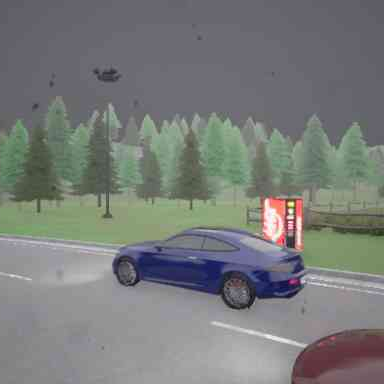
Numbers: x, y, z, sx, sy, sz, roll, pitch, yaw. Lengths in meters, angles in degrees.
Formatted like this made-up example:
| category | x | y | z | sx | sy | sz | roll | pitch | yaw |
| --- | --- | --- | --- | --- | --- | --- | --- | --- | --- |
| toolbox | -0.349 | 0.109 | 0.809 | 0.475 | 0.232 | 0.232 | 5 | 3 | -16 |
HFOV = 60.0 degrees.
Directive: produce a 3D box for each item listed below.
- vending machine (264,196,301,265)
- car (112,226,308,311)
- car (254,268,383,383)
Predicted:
| category | x | y | z | sx | sy | sz | roll | pitch | yaw |
| --- | --- | --- | --- | --- | --- | --- | --- | --- | --- |
| vending machine | 2.982 | 1.195 | 10.958 | 0.880 | 2.100 | 1.100 | 0 | 0 | 33 |
| car | 0.247 | 1.525 | 7.729 | 4.674 | 1.442 | 1.812 | 0 | 0 | 33 |
| car | 2.879 | 1.526 | 1.743 | 4.674 | 1.442 | 1.812 | 0 | 0 | 36 |
